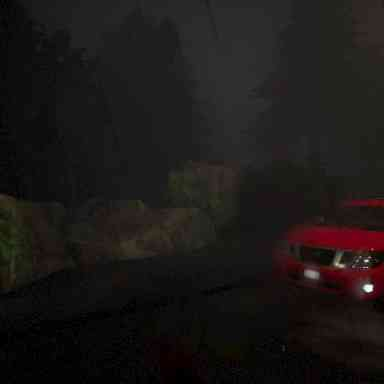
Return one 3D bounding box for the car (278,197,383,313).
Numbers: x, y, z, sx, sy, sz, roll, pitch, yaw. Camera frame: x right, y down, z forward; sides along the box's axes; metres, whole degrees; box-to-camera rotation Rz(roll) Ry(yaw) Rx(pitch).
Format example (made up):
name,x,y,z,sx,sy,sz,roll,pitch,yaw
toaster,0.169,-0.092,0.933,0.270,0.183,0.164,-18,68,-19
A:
name,x,y,z,sx,sy,sz,roll,pitch,yaw
car,4.471,1.162,7.761,5.566,2.045,2.150,0,0,-35
